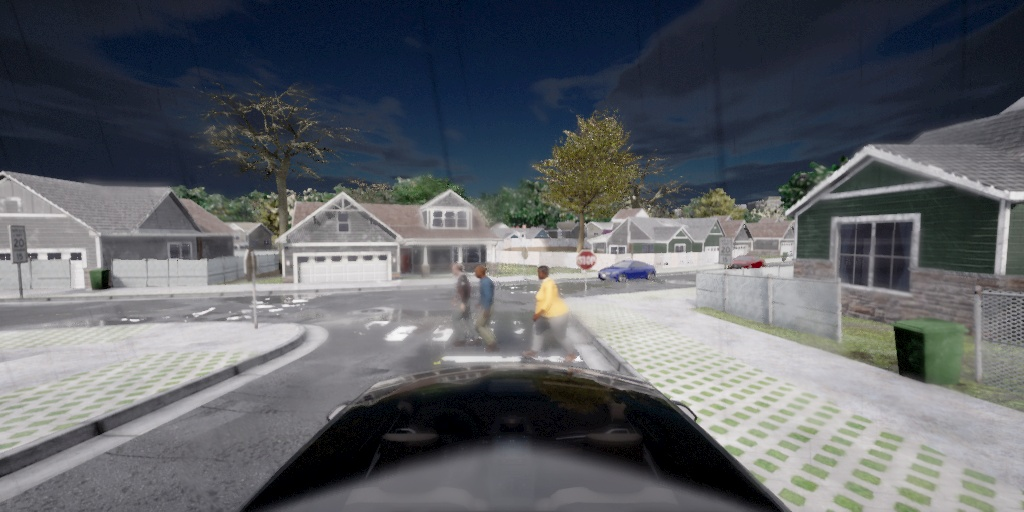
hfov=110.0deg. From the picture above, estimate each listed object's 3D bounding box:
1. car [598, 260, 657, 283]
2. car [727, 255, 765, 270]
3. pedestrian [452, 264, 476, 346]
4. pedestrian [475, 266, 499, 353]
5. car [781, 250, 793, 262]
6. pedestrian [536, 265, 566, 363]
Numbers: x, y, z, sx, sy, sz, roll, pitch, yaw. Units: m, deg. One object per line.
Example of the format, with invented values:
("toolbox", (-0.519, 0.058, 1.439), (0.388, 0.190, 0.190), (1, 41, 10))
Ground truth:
("car", (8.212, 1.044, 25.342), (4.674, 1.442, 1.812), (-1, 3, -30))
("car", (22.829, 0.690, 34.917), (5.008, 1.535, 1.882), (-2, 4, -37))
("pedestrian", (-1.089, 1.037, 7.787), (0.375, 1.860, 0.375), (-3, 3, 0))
("pedestrian", (-0.506, 1.037, 7.253), (0.375, 1.860, 0.375), (-3, 3, 0))
("car", (35.029, -0.018, 44.343), (4.902, 1.511, 2.128), (-2, 4, -38))
("pedestrian", (0.696, 1.038, 6.589), (0.375, 1.860, 0.375), (-3, 3, 0))
